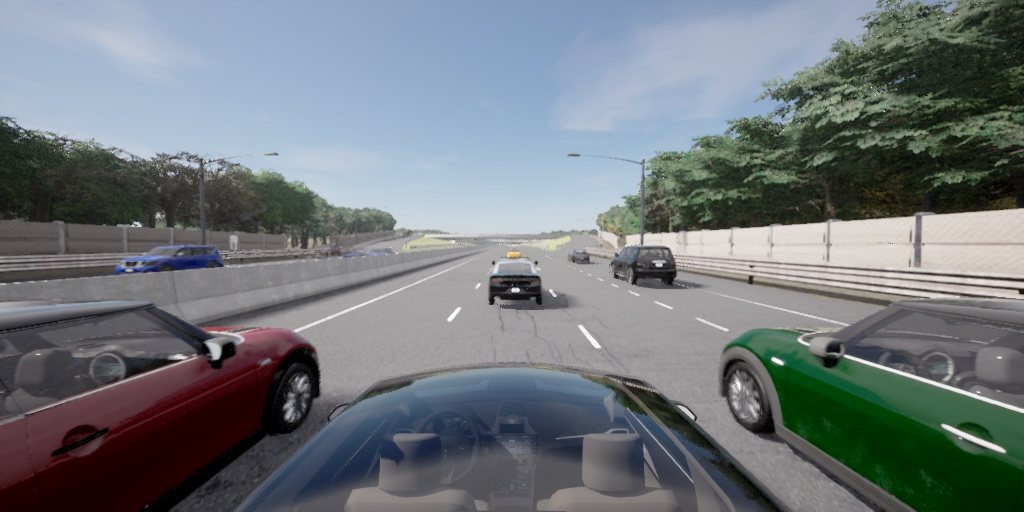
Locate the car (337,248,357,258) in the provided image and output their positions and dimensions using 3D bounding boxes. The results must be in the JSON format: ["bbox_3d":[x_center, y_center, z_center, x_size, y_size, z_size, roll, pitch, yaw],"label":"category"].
[{"bbox_3d":[-17.405,0.038,40.636,1.895,1.301,4.718,0,2,1],"label":"car"}]

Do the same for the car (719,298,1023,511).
[{"bbox_3d":[3.601,1.082,2.569,2.097,1.767,4.553,0,1,0],"label":"car"}]

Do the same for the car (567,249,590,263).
[{"bbox_3d":[7.244,-0.025,39.325,2.128,1.511,4.902,0,2,0],"label":"car"}]

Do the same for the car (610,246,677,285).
[{"bbox_3d":[7.147,0.432,20.030,2.150,2.045,5.566,0,2,1],"label":"car"}]

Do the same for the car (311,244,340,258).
[{"bbox_3d":[-24.294,-0.797,47.069,2.097,1.767,4.553,0,2,1],"label":"car"}]

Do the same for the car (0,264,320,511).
[{"bbox_3d":[-3.396,1.084,2.542,2.097,1.767,4.553,0,2,0],"label":"car"}]

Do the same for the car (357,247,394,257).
[{"bbox_3d":[-13.944,-0.097,37.593,2.097,1.767,4.553,0,2,1],"label":"car"}]

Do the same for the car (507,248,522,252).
[{"bbox_3d":[0.296,-0.294,45.563,1.801,1.575,5.366,0,2,1],"label":"car"}]

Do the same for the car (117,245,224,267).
[{"bbox_3d":[-21.056,0.345,22.481,2.150,2.045,5.566,0,2,0],"label":"car"}]

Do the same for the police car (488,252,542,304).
[{"bbox_3d":[0.117,0.829,14.293,1.930,1.638,5.238,0,2,0],"label":"police car"}]
